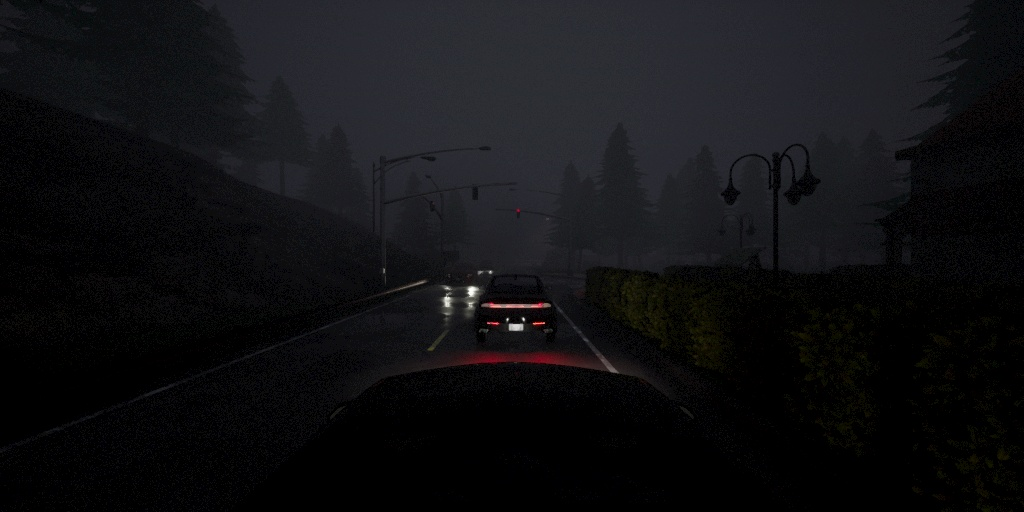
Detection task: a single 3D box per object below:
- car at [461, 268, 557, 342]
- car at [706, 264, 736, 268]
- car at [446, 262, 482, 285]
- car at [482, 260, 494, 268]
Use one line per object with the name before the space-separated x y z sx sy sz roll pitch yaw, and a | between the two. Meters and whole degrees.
car | 0.095 1.241 9.740 2.128 1.511 4.902 0 0 0
car | 16.608 1.416 29.543 4.892 1.490 1.837 0 0 0
car | -3.546 1.237 26.107 1.882 1.535 5.008 0 0 0
car | -3.490 1.296 49.310 2.033 1.411 5.357 0 0 0
